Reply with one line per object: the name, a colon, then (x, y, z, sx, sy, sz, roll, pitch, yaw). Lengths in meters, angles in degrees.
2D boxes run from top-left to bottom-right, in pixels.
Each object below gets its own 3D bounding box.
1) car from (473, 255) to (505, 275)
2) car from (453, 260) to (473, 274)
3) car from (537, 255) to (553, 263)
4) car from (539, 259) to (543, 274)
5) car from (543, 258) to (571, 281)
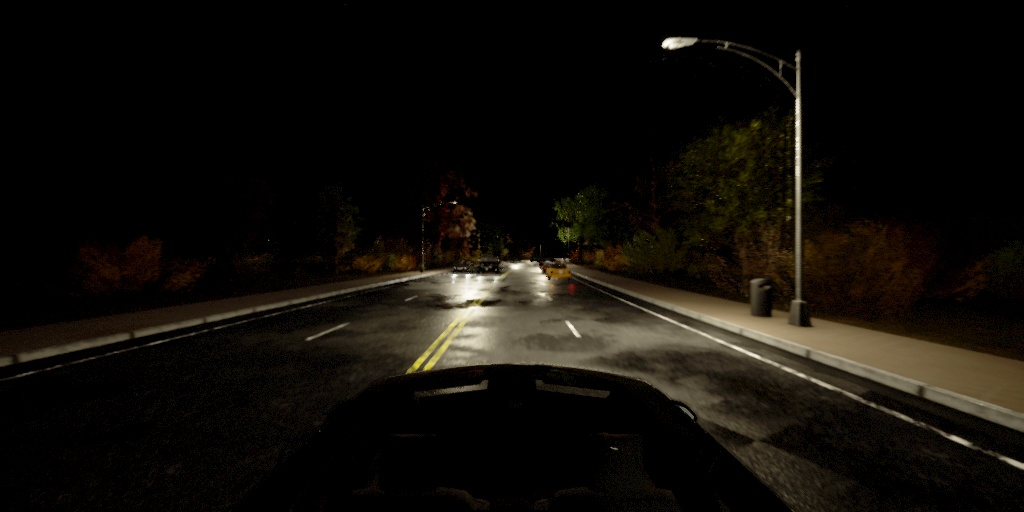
car: (-2.376, 0.940, 38.589, 2.150, 2.045, 5.566, 0, 0, 3)
car: (-5.475, 1.215, 41.059, 1.837, 1.490, 4.892, 0, 0, 4)
car: (4.999, 0.935, 51.571, 2.150, 2.045, 5.566, 0, 0, 4)
car: (4.311, 1.330, 40.669, 1.895, 1.301, 4.718, 0, 0, 3)
car: (3.801, 1.198, 29.917, 1.801, 1.575, 5.366, 0, 0, 2)
